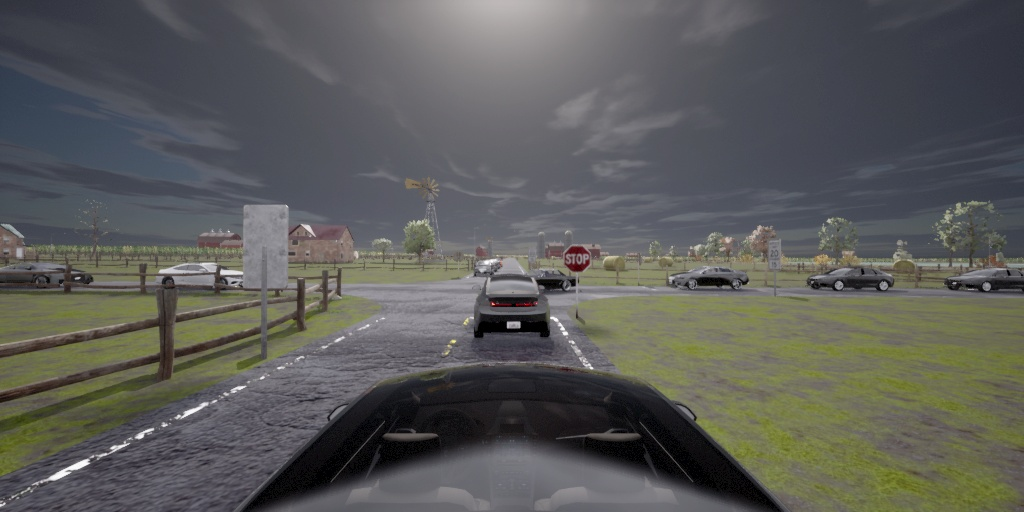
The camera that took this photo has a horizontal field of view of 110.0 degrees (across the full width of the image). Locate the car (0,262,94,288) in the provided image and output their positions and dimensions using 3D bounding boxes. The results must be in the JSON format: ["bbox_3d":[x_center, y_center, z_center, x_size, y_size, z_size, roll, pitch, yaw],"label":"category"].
[{"bbox_3d":[-26.353,1.048,20.076,4.181,1.385,1.994,1,-1,-1],"label":"car"}]

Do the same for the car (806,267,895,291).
[{"bbox_3d":[22.213,1.499,23.657,4.892,1.490,1.837,1,-1,-1],"label":"car"}]

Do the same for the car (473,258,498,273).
[{"bbox_3d":[-2.838,1.243,36.913,2.128,1.511,4.902,0,0,0],"label":"car"}]

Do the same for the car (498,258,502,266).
[{"bbox_3d":[-2.825,1.241,46.359,2.128,1.511,4.902,0,0,0],"label":"car"}]

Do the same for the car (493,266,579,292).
[{"bbox_3d":[1.510,1.369,20.270,4.718,1.301,1.895,1,0,-35],"label":"car"}]

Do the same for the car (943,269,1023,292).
[{"bbox_3d":[31.716,1.587,23.772,4.892,1.490,1.837,1,-1,-1],"label":"car"}]

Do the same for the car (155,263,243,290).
[{"bbox_3d":[-17.233,1.103,20.192,4.674,1.442,1.812,1,-1,-1],"label":"car"}]

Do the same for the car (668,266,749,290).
[{"bbox_3d":[12.811,1.397,23.491,4.902,1.511,2.128,1,-1,-2],"label":"car"}]

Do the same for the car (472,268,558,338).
[{"bbox_3d":[-0.069,1.256,10.225,1.837,1.490,4.892,0,0,-3],"label":"car"}]
